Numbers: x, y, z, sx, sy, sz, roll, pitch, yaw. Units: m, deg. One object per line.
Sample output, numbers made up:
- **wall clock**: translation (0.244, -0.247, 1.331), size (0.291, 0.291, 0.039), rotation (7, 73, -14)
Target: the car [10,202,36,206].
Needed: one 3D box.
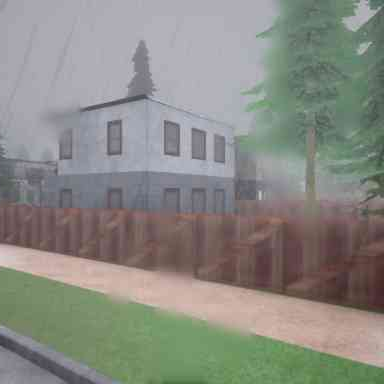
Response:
- **car**: translation (-15.363, 1.582, 29.328), size (1.895, 1.301, 4.718), rotation (0, 0, 28)
